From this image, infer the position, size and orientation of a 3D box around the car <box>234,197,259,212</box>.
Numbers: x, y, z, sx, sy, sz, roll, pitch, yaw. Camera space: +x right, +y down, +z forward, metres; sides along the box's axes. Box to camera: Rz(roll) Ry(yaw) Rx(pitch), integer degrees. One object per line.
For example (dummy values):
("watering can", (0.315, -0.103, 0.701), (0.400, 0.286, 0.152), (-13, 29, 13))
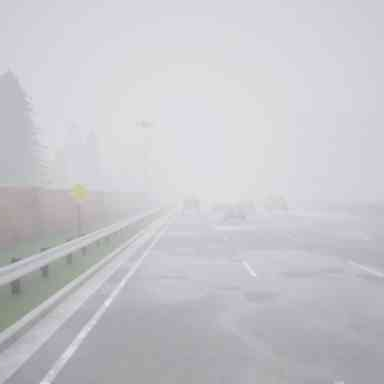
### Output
("car", (6.932, 1.655, 43.483), (2.097, 1.767, 4.553), (0, -1, 0))

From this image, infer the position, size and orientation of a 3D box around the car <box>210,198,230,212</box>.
("car", (3.433, 1.881, 43.811), (1.994, 1.385, 4.181), (0, 0, 0))

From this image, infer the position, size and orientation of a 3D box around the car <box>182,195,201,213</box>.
("car", (-0.064, 1.533, 41.463), (2.150, 2.045, 5.566), (0, 0, 0))

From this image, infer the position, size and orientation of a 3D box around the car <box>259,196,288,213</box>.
("car", (10.430, 1.505, 41.892), (2.150, 2.045, 5.566), (0, 0, 0))

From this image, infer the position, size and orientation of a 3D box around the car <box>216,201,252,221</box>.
("car", (3.564, 1.755, 29.191), (2.033, 1.411, 5.357), (0, 0, 0))

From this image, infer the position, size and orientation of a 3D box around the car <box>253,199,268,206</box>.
("car", (13.745, 2.055, 67.121), (1.895, 1.301, 4.718), (0, 0, 0))
